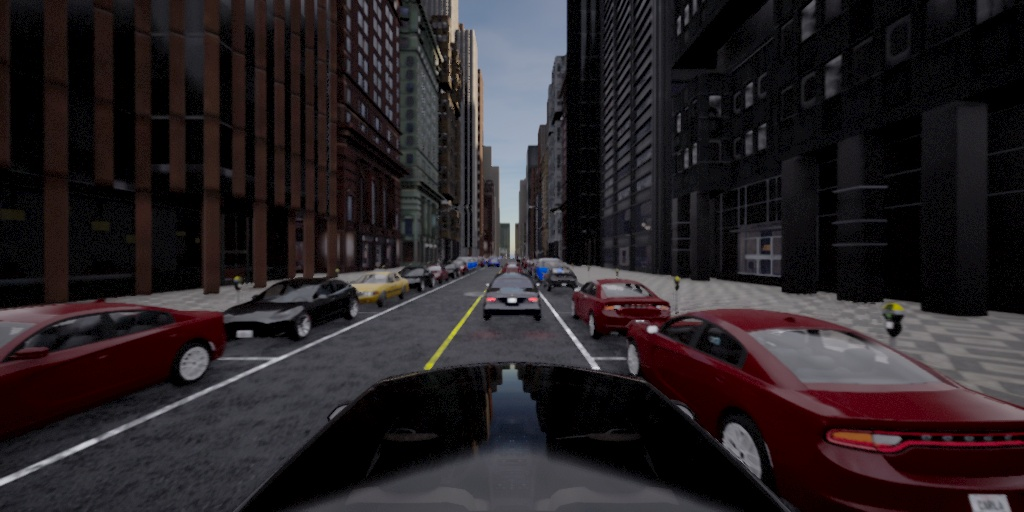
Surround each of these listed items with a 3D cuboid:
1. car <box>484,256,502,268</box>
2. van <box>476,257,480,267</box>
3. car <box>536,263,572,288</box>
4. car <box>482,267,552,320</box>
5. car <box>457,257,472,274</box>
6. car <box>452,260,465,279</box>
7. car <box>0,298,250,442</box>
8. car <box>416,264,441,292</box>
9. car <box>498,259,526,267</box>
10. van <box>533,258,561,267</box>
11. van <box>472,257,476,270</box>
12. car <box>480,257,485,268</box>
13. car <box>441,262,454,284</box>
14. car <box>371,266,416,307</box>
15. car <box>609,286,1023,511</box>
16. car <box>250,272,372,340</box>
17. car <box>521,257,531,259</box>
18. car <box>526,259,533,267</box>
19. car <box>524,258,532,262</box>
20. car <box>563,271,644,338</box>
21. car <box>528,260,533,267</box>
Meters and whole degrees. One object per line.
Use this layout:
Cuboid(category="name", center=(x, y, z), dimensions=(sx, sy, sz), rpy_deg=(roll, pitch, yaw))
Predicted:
Cuboid(category="car", center=(-3.069, 1.184, 59.850), dimensions=(1.882, 1.535, 5.008), rpy_deg=(0, 0, 0))
Cuboid(category="van", center=(-5.774, 1.050, 49.373), dimensions=(1.690, 1.789, 3.998), rpy_deg=(0, 0, 0))
Cuboid(category="car", center=(2.757, 1.277, 21.210), dimensions=(2.007, 1.370, 4.403), rpy_deg=(0, 0, 0))
Cuboid(category="car", center=(0.024, 1.283, 12.517), dimensions=(2.033, 1.411, 5.357), rpy_deg=(0, 0, 1))
Cuboid(category="car", center=(-5.771, 1.153, 38.101), dimensions=(1.967, 1.591, 4.097), rpy_deg=(0, 0, 0))
Cuboid(category="car", center=(-5.770, 1.283, 32.464), dimensions=(1.948, 1.339, 4.313), rpy_deg=(0, 0, 0))
Cuboid(category="car", center=(-5.764, 1.291, 4.282), dimensions=(1.888, 1.381, 4.507), rpy_deg=(0, 0, 0))
Cuboid(category="car", center=(-5.768, 1.292, 21.191), dimensions=(1.948, 1.339, 4.313), rpy_deg=(0, 0, 0))
Cuboid(category="car", center=(0.042, 1.244, 30.419), dimensions=(1.812, 1.442, 4.674), rpy_deg=(0, 0, 0))
Cuboid(category="van", center=(2.756, 1.062, 26.846), dimensions=(1.690, 1.789, 3.998), rpy_deg=(0, 0, 0))
Cuboid(category="van", center=(-5.773, 1.052, 43.737), dimensions=(1.690, 1.789, 3.998), rpy_deg=(0, 0, 0))
Cuboid(category="car", center=(-5.777, 1.021, 60.646), dimensions=(2.192, 1.841, 5.009), rpy_deg=(0, 0, 0))
Cuboid(category="car", center=(-5.769, 1.303, 26.828), dimensions=(1.802, 1.307, 4.207), rpy_deg=(0, 0, 0))
Cuboid(category="car", center=(-5.766, 1.257, 15.384), dimensions=(1.751, 1.417, 4.829), rpy_deg=(0, 0, 0))
Cuboid(category="car", center=(2.761, 1.292, 4.301), dimensions=(1.888, 1.381, 4.507), rpy_deg=(0, 0, 0))
Cuboid(category="car", center=(-5.765, 1.305, 9.918), dimensions=(1.948, 1.339, 4.313), rpy_deg=(0, 0, 0))
Cuboid(category="car", center=(2.750, 1.253, 55.027), dimensions=(1.888, 1.381, 4.507), rpy_deg=(0, 0, 0))
Cuboid(category="car", center=(2.754, 1.296, 38.118), dimensions=(1.802, 1.307, 4.207), rpy_deg=(0, 0, 0))
Cuboid(category="car", center=(2.752, 1.262, 43.755), dimensions=(2.007, 1.370, 4.403), rpy_deg=(0, 0, 0))
Cuboid(category="car", center=(2.760, 1.284, 9.938), dimensions=(1.888, 1.381, 4.507), rpy_deg=(0, 0, 0))
Cuboid(category="car", center=(2.755, 1.268, 32.482), dimensions=(2.007, 1.370, 4.403), rpy_deg=(0, 0, 0))
